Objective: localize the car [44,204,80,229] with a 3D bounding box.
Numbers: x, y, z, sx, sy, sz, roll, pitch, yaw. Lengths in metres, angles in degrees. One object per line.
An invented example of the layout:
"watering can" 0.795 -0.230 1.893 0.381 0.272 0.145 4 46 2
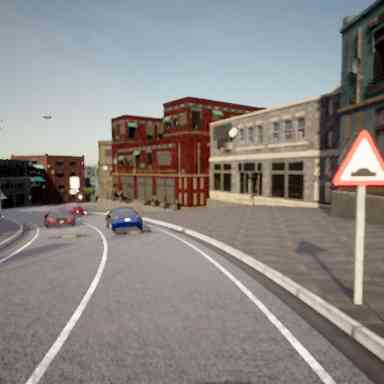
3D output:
"car" -9.975 1.917 25.011 1.994 1.385 4.181 -2 0 -26

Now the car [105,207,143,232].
"car" -4.529 1.679 21.757 1.994 1.385 4.181 -2 -1 -20

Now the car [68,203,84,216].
"car" -13.715 1.991 37.709 1.812 1.442 4.674 -3 1 -36
